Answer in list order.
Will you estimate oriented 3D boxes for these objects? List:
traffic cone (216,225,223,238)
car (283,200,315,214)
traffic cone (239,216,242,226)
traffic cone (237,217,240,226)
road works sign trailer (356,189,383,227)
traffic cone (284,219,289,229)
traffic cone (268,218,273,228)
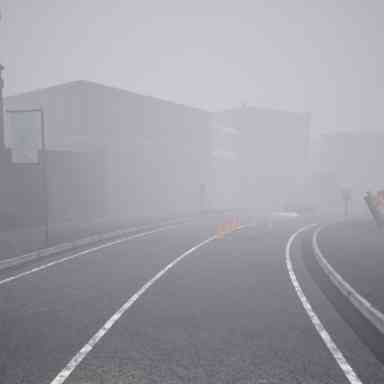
[{"bbox_3d":[1.352,1.914,16.196,0.340,0.580,0.340,2,1,17],"label":"traffic cone"},{"bbox_3d":[11.584,1.605,35.952,4.181,1.385,1.994,1,2,-45],"label":"car"},{"bbox_3d":[3.132,1.905,21.925,0.340,0.580,0.340,2,1,17],"label":"traffic cone"},{"bbox_3d":[2.538,1.909,20.015,0.340,0.580,0.340,2,1,17],"label":"traffic cone"},{"bbox_3d":[11.349,1.181,20.515,2.880,2.380,3.560,-29,-18,31],"label":"road works sign trailer"},{"bbox_3d":[5.983,2.014,21.035,0.340,0.580,0.340,2,1,17],"label":"traffic cone"},{"bbox_3d":[5.033,1.977,21.330,0.340,0.580,0.340,2,1,17],"label":"traffic cone"}]
